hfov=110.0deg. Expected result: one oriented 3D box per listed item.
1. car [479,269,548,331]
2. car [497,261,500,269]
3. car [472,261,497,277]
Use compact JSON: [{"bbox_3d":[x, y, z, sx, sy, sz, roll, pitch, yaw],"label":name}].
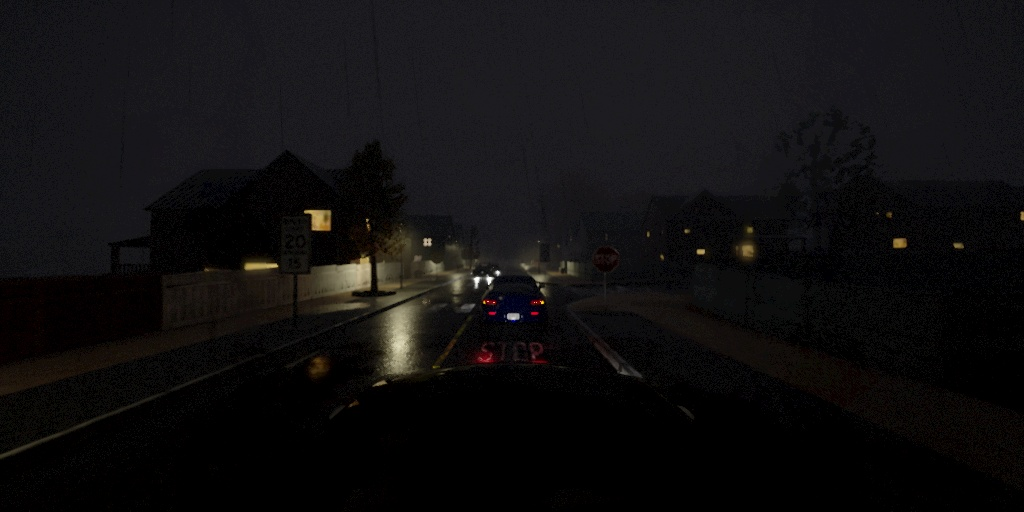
[{"bbox_3d":[0.051,1.296,10.968,1.812,1.442,4.674,0,0,0],"label":"car"},{"bbox_3d":[-2.849,1.461,54.581,1.895,1.301,4.718,0,0,0],"label":"car"},{"bbox_3d":[-2.856,1.386,36.589,1.994,1.385,4.181,0,0,0],"label":"car"}]
